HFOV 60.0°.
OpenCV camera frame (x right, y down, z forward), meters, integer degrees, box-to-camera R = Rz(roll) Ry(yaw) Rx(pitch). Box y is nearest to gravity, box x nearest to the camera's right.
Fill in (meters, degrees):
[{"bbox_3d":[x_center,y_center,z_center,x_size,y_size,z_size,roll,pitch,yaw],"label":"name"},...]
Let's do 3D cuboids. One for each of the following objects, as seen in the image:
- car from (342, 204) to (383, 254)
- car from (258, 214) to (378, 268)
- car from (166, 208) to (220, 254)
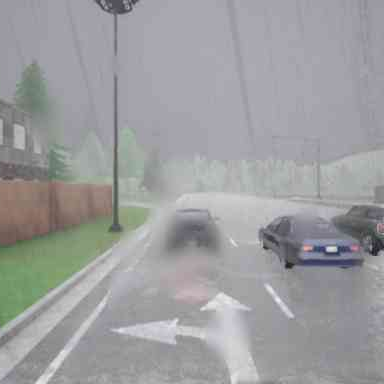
[{"bbox_3d":[7.043,1.251,12.953,2.097,1.767,4.553,0,0,0],"label":"car"},{"bbox_3d":[3.524,1.463,10.868,2.033,1.411,5.357,0,0,0],"label":"car"},{"bbox_3d":[0.043,1.404,13.074,1.837,1.490,4.892,0,1,0],"label":"car"}]
